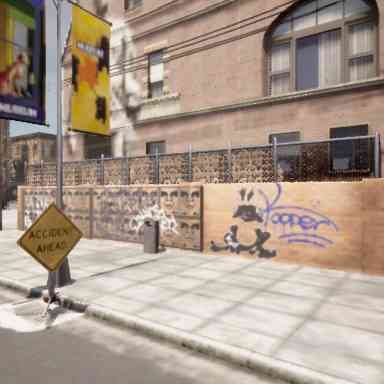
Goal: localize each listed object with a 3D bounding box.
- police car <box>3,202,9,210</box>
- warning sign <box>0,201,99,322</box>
[{"bbox_3d":[-24.180,1.425,40.087,1.930,1.638,5.238,0,0,6],"label":"police car"},{"bbox_3d":[-2.563,1.114,6.066,1.060,1.860,1.300,0,0,36],"label":"warning sign"}]
